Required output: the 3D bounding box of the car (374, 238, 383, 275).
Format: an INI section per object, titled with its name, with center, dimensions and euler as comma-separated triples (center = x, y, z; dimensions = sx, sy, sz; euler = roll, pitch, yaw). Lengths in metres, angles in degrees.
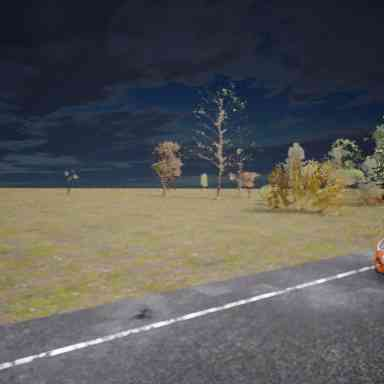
[car]
center = 6.861, 1.325, 8.889
dimensions = 4.553, 1.767, 2.097
euler = 0, 0, -36
